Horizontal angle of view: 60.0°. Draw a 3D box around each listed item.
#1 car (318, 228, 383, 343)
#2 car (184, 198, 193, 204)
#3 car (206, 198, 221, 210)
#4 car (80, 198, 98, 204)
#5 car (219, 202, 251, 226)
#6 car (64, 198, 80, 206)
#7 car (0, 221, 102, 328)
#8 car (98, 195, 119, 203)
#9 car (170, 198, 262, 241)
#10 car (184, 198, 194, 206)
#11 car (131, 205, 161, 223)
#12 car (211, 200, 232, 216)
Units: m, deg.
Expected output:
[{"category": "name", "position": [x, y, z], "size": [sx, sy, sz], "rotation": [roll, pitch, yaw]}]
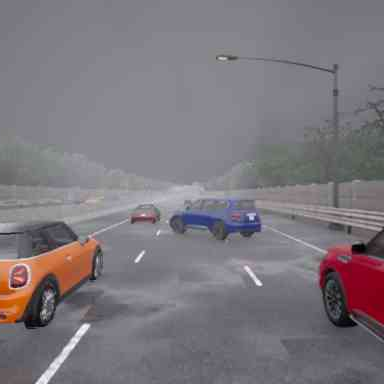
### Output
[{"category": "car", "position": [3.466, 1.241, 3.938], "size": [2.150, 2.045, 5.566], "rotation": [0, 0, -1]}, {"category": "car", "position": [-0.716, 2.034, 77.273], "size": [2.033, 1.411, 5.357], "rotation": [0, 0, -1]}, {"category": "car", "position": [3.055, 1.736, 48.103], "size": [1.801, 1.575, 5.366], "rotation": [0, 0, -1]}, {"category": "car", "position": [-18.112, 1.854, 60.601], "size": [1.882, 1.535, 5.008], "rotation": [0, 0, 0]}, {"category": "car", "position": [3.260, 1.595, 26.099], "size": [1.801, 1.575, 5.366], "rotation": [0, 0, -1]}, {"category": "car", "position": [-21.607, 1.878, 60.316], "size": [1.837, 1.490, 4.892], "rotation": [0, 0, 0]}, {"category": "car", "position": [-3.464, 1.390, 7.205], "size": [2.097, 1.767, 4.553], "rotation": [0, 0, 0]}, {"category": "car", "position": [-14.615, 1.592, 59.784], "size": [2.150, 2.045, 5.566], "rotation": [0, -1, 0]}, {"category": "car", "position": [1.110, 1.316, 17.708], "size": [2.150, 2.045, 5.566], "rotation": [0, 0, -39]}, {"category": "car", "position": [-0.537, 1.886, 65.218], "size": [1.882, 1.535, 5.008], "rotation": [0, -1, 0]}, {"category": "car", "position": [-3.647, 1.708, 26.782], "size": [1.994, 1.385, 4.181], "rotation": [0, 0, -1]}, {"category": "car", "position": [3.159, 1.708, 36.911], "size": [1.837, 1.490, 4.892], "rotation": [0, 0, -1]}]
